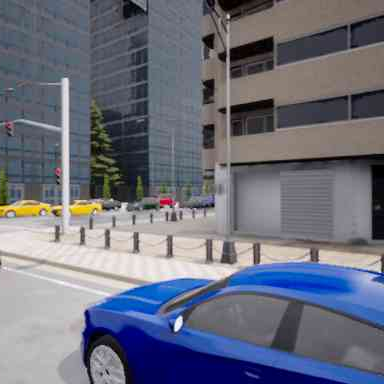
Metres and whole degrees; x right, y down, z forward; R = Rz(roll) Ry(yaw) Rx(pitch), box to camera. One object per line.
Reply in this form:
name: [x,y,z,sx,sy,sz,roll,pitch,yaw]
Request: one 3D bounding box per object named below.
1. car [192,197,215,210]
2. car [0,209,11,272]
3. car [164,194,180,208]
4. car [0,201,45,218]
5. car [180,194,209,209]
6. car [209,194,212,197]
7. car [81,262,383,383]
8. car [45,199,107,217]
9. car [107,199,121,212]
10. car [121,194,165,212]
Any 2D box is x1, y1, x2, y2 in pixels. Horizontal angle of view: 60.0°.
car: [2.438,1.680,44.985,1.895,1.301,4.718,0,0,36]
car: [-7.252,1.413,9.175,4.553,1.767,2.097,-1,0,36]
car: [-4.614,1.341,47.522,2.150,2.045,5.566,0,0,35]
car: [-16.052,1.597,31.758,1.882,1.535,5.008,0,0,36]
car: [-0.005,1.452,47.902,2.097,1.767,4.553,0,0,36]
car: [1.417,1.340,55.785,2.150,2.045,5.566,0,0,36]
car: [0.948,1.483,3.317,5.008,1.535,1.882,0,0,36]
car: [-11.195,1.578,32.483,1.882,1.535,5.008,0,0,36]
car: [-10.531,1.611,39.362,2.128,1.511,4.902,0,0,36]
car: [-5.820,1.452,39.898,2.097,1.767,4.553,0,0,36]
